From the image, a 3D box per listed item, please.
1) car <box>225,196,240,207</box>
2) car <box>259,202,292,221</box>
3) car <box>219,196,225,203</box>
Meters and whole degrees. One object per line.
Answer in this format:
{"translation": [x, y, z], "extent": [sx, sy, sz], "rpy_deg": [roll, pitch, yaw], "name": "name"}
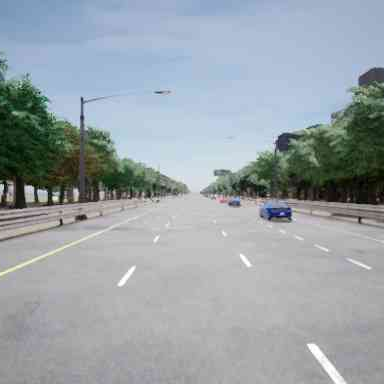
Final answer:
{"translation": [7.196, 1.748, 57.429], "extent": [1.812, 1.442, 4.674], "rpy_deg": [0, 0, 0], "name": "car"}
{"translation": [7.052, 1.577, 28.449], "extent": [1.882, 1.535, 5.008], "rpy_deg": [0, -1, 0], "name": "car"}
{"translation": [7.326, 1.654, 74.832], "extent": [2.097, 1.767, 4.553], "rpy_deg": [0, 0, 0], "name": "car"}
